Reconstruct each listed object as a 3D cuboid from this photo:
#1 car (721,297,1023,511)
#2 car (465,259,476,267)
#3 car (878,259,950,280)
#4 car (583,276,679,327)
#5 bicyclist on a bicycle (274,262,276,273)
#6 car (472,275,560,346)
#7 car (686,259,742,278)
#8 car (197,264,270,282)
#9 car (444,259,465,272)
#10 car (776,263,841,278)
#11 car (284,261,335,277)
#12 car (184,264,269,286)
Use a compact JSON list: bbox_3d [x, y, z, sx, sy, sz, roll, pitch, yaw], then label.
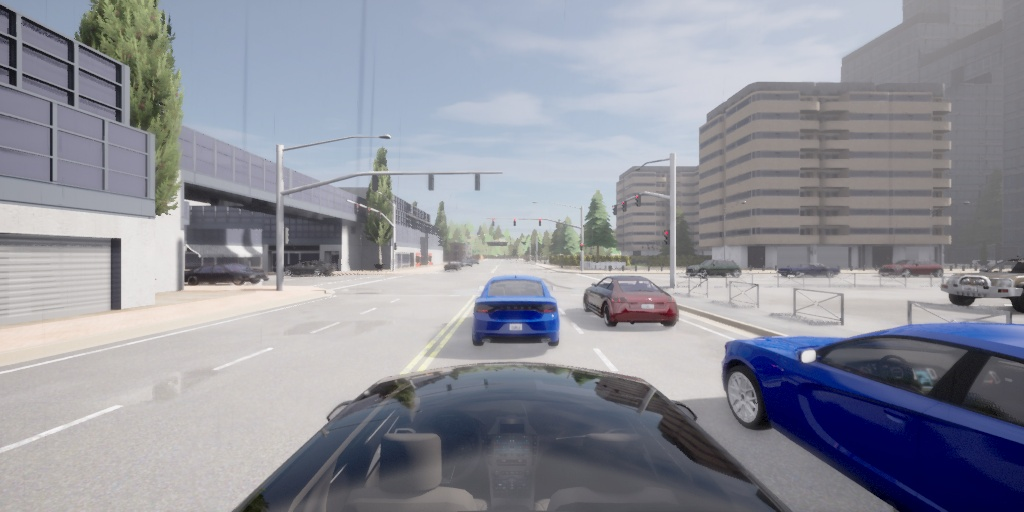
[{"bbox_3d":[3.603,1.228,2.576,1.882,1.535,5.008,0,0,0],"label":"car"},{"bbox_3d":[-8.069,1.242,63.372,2.128,1.511,4.902,0,0,-1],"label":"car"},{"bbox_3d":[37.476,1.102,33.760,4.553,1.767,2.097,0,0,-1],"label":"car"},{"bbox_3d":[3.604,1.314,11.560,1.994,1.385,4.181,0,0,0],"label":"car"},{"bbox_3d":[-25.833,1.053,39.649,0.582,1.620,1.656,0,0,-1],"label":"bicyclist on a bicycle"},{"bbox_3d":[0.096,1.228,9.429,1.882,1.535,5.008,0,0,0],"label":"car"},{"bbox_3d":[18.692,1.102,33.391,4.553,1.767,2.097,0,0,-1],"label":"car"},{"bbox_3d":[-21.815,1.314,28.218,4.181,1.385,1.994,0,0,-1],"label":"car"},{"bbox_3d":[-7.810,1.351,47.367,1.895,1.301,4.718,0,0,-1],"label":"car"},{"bbox_3d":[27.679,1.351,33.575,4.718,1.301,1.895,0,0,-1],"label":"car"},{"bbox_3d":[-20.046,1.255,35.288,4.892,1.490,1.837,0,0,0],"label":"car"},{"bbox_3d":[-19.935,1.297,24.744,5.357,1.411,2.033,0,0,-1],"label":"car"}]
